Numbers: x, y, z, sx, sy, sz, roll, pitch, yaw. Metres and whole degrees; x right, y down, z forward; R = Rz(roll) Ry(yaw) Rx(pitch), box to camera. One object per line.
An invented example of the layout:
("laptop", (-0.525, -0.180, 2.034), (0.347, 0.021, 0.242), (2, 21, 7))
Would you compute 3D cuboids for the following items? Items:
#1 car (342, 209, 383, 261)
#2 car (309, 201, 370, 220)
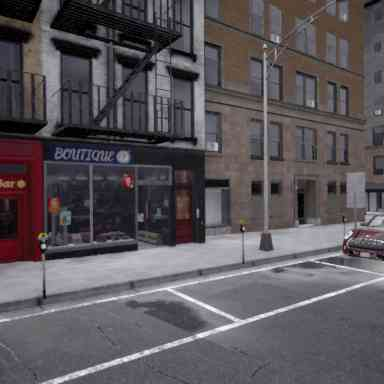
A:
("car", (7.036, 1.444, 11.587), (4.097, 1.590, 1.967), (0, -1, -36))
("car", (13.916, 1.669, 31.696), (1.882, 1.535, 5.008), (-1, 0, -37))
